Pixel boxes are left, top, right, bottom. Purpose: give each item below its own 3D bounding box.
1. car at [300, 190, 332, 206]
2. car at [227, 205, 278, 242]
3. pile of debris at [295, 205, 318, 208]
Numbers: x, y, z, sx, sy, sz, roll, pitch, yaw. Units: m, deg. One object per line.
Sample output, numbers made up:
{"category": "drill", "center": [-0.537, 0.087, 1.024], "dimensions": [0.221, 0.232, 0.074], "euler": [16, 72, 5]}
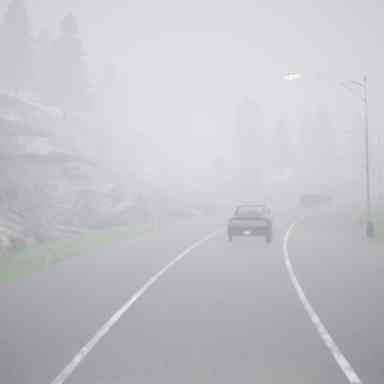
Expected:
{"category": "car", "center": [12.431, 0.541, 33.146], "dimensions": [1.882, 1.535, 5.008], "euler": [-3, 1, 39]}
{"category": "car", "center": [2.861, 1.332, 15.455], "dimensions": [2.128, 1.511, 4.902], "euler": [-1, 1, 17]}
{"category": "pile of debris", "center": [10.926, 1.363, 31.702], "dimensions": [1.500, 0.140, 1.860], "euler": [-2, 1, 37]}
